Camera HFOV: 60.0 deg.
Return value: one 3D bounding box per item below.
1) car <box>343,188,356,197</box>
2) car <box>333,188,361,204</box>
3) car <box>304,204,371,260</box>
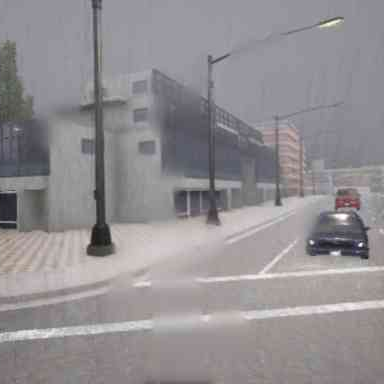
[{"bbox_3d":[29.034,0.097,61.263,2.128,1.511,4.902,-1,0,26],"label":"car"},{"bbox_3d":[15.118,0.688,32.415,2.150,2.045,5.566,-1,1,26],"label":"car"},{"bbox_3d":[5.403,1.408,12.286,2.033,1.411,5.357,-1,0,26],"label":"car"}]
